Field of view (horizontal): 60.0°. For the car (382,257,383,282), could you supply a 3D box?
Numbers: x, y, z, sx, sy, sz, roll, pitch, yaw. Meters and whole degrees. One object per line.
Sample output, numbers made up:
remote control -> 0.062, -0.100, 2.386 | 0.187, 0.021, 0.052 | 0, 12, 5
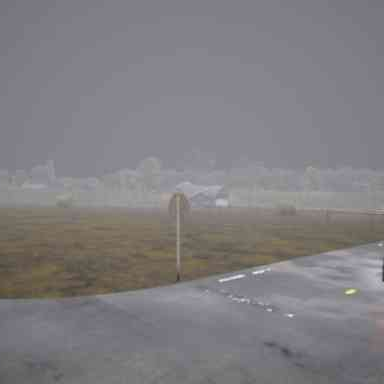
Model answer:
car -> 6.629, 1.722, 8.723 | 4.892, 1.490, 1.837 | 2, -2, -42
